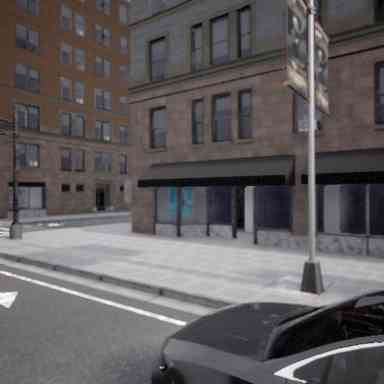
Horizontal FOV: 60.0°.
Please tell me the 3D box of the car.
[{"bbox_3d":[1.871,1.505,2.349,4.892,1.490,1.837,0,0,35],"label":"car"}]
